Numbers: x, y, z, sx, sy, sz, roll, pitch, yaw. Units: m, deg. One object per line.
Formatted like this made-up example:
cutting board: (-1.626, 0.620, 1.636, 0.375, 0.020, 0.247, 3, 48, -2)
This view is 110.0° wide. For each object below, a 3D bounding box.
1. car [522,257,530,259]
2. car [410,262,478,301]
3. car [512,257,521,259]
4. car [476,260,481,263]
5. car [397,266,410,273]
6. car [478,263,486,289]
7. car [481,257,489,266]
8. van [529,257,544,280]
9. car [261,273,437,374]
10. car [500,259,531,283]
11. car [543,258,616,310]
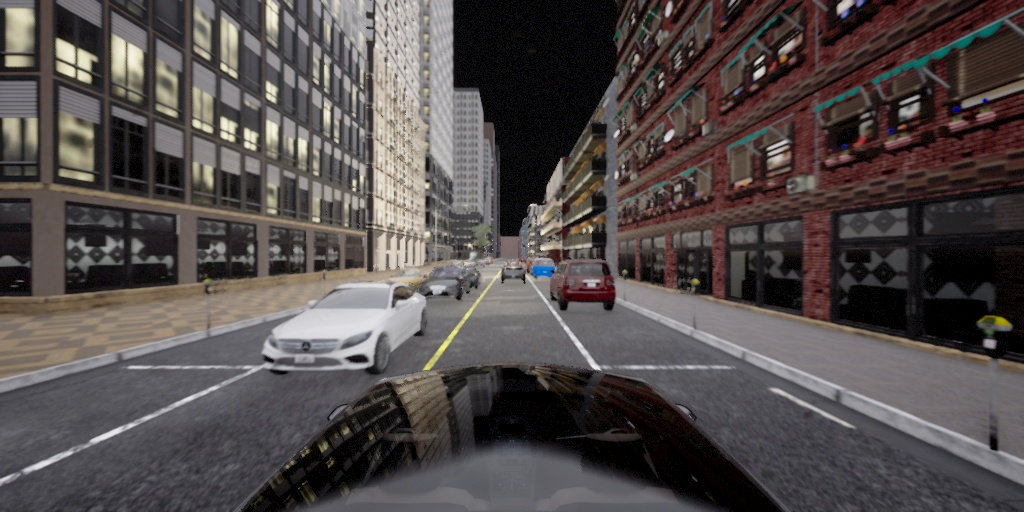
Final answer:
car: (2.686, 1.070, 42.253, 2.192, 1.841, 5.009, 0, 0, 0)
car: (-3.075, 1.242, 17.349, 2.128, 1.511, 4.902, 0, 0, 0)
car: (0.065, 1.107, 45.134, 2.097, 1.767, 4.553, 0, 0, 0)
car: (-5.695, 1.307, 47.803, 2.007, 1.370, 4.403, 0, 0, 0)
car: (-5.692, 1.275, 19.878, 1.751, 1.417, 4.829, 0, 0, 0)
car: (-3.002, 1.330, 22.898, 1.994, 1.385, 4.181, 0, 0, 0)
car: (-5.697, 1.315, 64.454, 2.007, 1.370, 4.403, 0, 0, 0)
van: (2.687, 1.093, 31.152, 1.690, 1.789, 3.998, 0, 0, 0)
car: (-3.084, 1.275, 7.679, 1.812, 1.442, 4.674, 0, 0, 0)
car: (0.096, 1.243, 27.781, 2.128, 1.511, 4.902, 0, 0, 0)
car: (2.689, 1.065, 14.499, 2.192, 1.841, 5.009, 0, 0, 0)
